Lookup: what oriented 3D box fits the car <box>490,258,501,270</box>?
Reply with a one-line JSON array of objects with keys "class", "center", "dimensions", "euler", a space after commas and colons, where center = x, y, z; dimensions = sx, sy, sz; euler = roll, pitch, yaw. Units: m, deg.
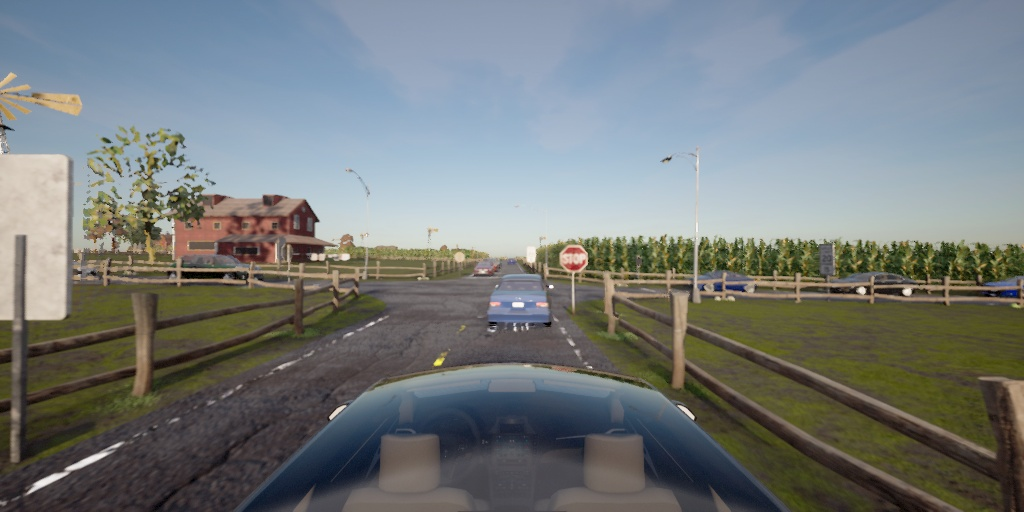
[{"class": "car", "center": [-2.857, 1.105, 45.530], "dimensions": [2.097, 1.767, 4.553], "euler": [0, 0, 0]}]

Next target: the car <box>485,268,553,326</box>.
[{"class": "car", "center": [0.362, 1.294, 11.680], "dimensions": [2.033, 1.411, 5.357], "euler": [0, 0, 5]}]

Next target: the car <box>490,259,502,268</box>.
[{"class": "car", "center": [-2.783, 1.331, 65.074], "dimensions": [1.994, 1.385, 4.181], "euler": [0, 0, 0]}]

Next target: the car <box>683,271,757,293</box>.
[{"class": "car", "center": [13.596, 1.670, 23.551], "dimensions": [4.181, 1.385, 1.994], "euler": [1, -1, -1]}]

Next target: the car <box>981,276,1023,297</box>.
[{"class": "car", "center": [33.879, 2.052, 23.383], "dimensions": [5.008, 1.535, 1.882], "euler": [1, -1, 1]}]

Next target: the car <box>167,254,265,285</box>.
[{"class": "car", "center": [-17.044, 0.708, 20.843], "dimensions": [4.553, 1.767, 2.097], "euler": [1, -1, 0]}]

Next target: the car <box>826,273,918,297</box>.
[{"class": "car", "center": [23.470, 1.839, 23.470], "dimensions": [4.892, 1.490, 1.837], "euler": [1, -1, 1]}]

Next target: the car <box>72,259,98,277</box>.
[{"class": "car", "center": [-27.253, 0.610, 20.922], "dimensions": [4.902, 1.511, 2.128], "euler": [1, -1, 0]}]

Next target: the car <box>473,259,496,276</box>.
[{"class": "car", "center": [-2.828, 1.274, 36.492], "dimensions": [1.812, 1.442, 4.674], "euler": [0, 0, -1]}]
